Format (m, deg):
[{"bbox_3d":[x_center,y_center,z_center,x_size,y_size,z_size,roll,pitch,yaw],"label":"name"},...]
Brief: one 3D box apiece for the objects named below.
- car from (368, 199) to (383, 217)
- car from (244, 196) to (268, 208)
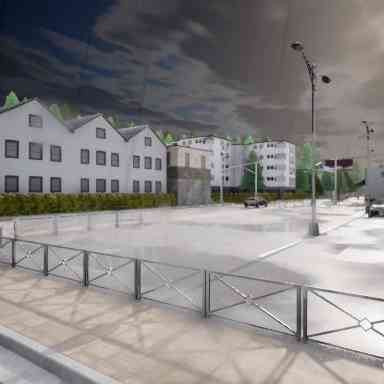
[{"bbox_3d":[15.469,1.298,26.777,2.007,1.523,4.514,0,0,35],"label":"car"},{"bbox_3d":[8.423,1.300,43.392,2.128,1.511,4.902,0,0,33],"label":"car"}]
